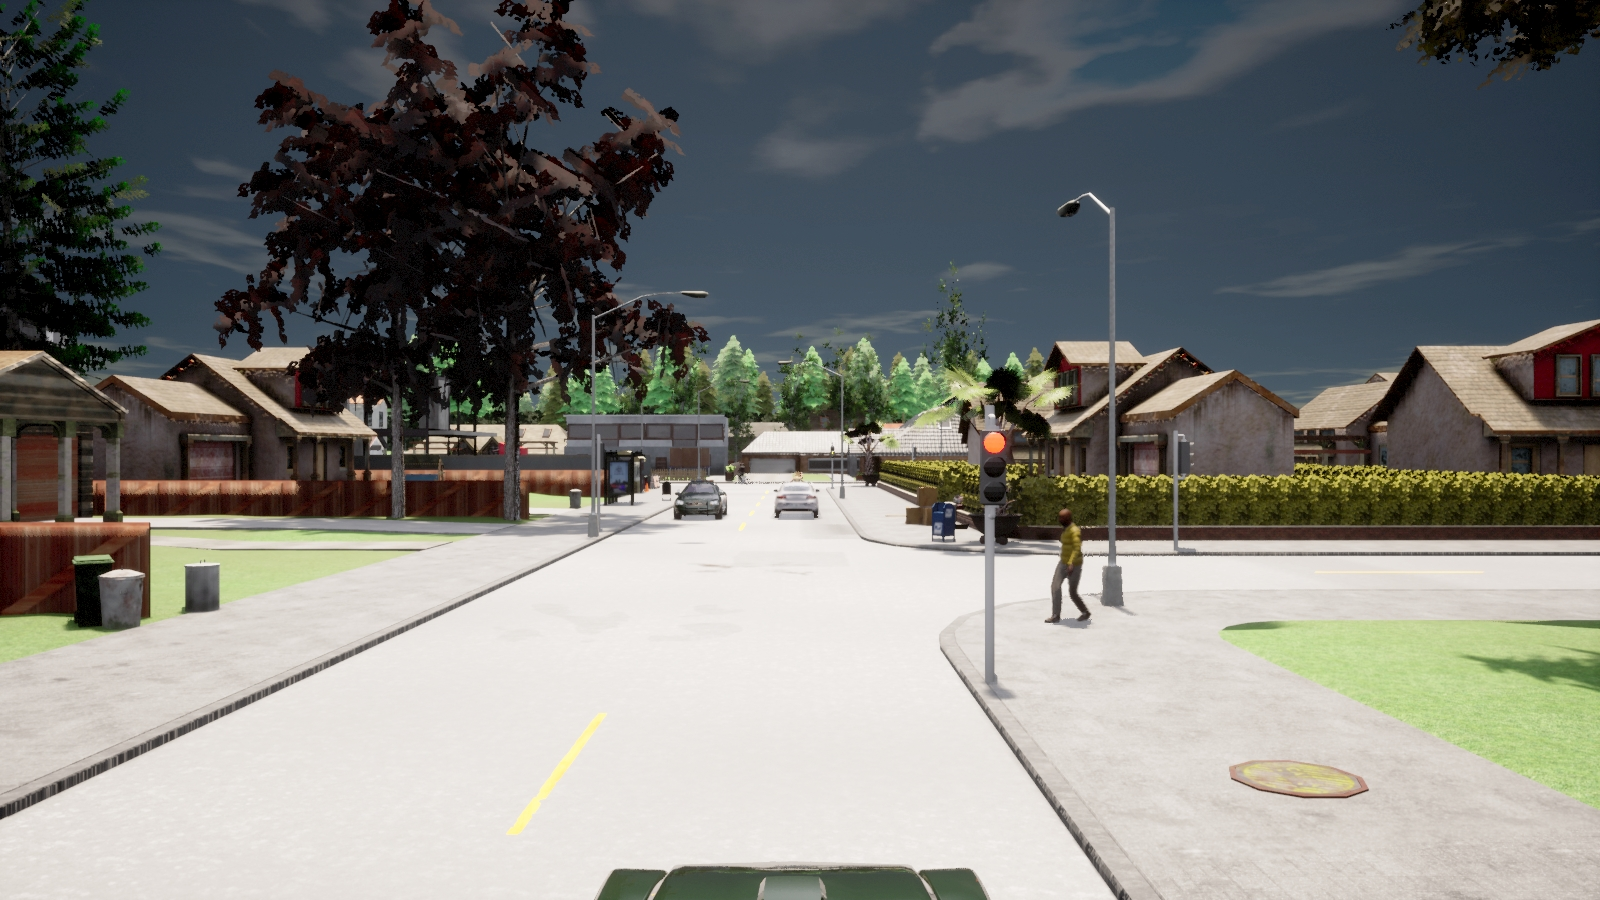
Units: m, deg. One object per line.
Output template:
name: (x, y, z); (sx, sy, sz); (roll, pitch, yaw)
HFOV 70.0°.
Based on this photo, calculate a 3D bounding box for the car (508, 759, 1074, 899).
car: (-0.028, 2.155, 3.193); (1.895, 1.301, 4.718); (0, 0, 0)

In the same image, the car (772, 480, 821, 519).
car: (-0.143, 2.082, 48.839); (2.002, 1.442, 4.674); (0, 0, 0)

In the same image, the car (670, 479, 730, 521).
car: (-4.107, 2.038, 47.608); (2.038, 1.542, 4.974); (0, 0, 0)

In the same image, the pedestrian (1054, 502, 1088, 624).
pedestrian: (4.212, 1.743, 17.756); (0.375, 1.860, 0.375); (0, 0, -21)
